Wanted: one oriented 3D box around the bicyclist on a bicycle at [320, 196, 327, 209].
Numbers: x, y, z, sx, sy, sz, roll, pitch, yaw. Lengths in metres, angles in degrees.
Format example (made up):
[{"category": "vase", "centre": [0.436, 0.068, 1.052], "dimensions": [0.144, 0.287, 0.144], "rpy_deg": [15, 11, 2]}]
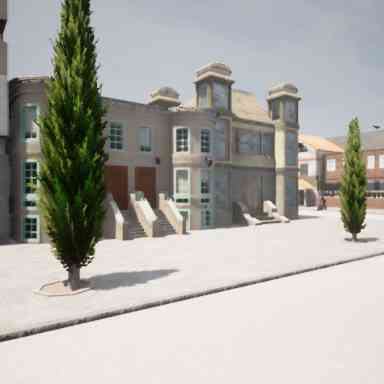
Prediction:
[{"category": "bicyclist on a bicycle", "centre": [16.051, 1.342, 40.716], "dimensions": [1.656, 1.620, 0.582], "rpy_deg": [0, 0, -35]}]
